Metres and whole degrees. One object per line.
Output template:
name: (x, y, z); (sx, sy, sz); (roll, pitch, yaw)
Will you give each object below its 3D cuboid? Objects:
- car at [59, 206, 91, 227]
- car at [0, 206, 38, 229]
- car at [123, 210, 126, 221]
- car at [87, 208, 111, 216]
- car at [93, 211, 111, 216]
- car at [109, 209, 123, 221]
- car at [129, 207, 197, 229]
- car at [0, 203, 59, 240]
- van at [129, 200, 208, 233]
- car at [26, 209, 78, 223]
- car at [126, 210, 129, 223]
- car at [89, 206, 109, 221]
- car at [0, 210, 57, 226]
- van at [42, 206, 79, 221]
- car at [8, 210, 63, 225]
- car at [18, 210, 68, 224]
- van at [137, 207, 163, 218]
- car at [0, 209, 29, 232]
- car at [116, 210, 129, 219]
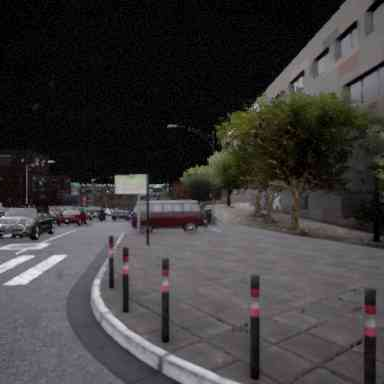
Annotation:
car: (-10.808, 2.294, 30.212); (1.882, 1.535, 5.008); (0, -4, -9)
car: (-14.779, 1.966, 25.977); (4.553, 1.767, 2.185); (0, -3, -9)
car: (-2.686, 1.863, 28.070); (5.566, 2.045, 2.435); (0, -3, -9)
car: (-23.748, 5.199, 85.195); (5.566, 2.045, 2.435); (0, -3, -9)
car: (-24.570, 5.812, 90.862); (4.674, 1.452, 2.002); (0, -3, -9)
car: (-9.837, 3.147, 45.209); (1.837, 1.490, 4.892); (0, -3, -8)
car: (-2.250, 1.965, 25.360); (5.008, 1.535, 2.097); (0, -3, -9)
car: (-8.961, 1.554, 17.889); (2.097, 1.767, 4.553); (0, -2, -9)
van: (-1.300, 1.488, 19.836); (4.442, 1.987, 1.878); (0, -2, -9)
car: (-16.718, 2.877, 39.898); (5.366, 1.575, 1.946); (0, -3, -9)
car: (-1.799, 1.857, 22.566); (4.792, 1.488, 2.163); (0, -3, -9)
car: (-12.867, 2.833, 44.204); (2.150, 2.045, 5.566); (0, -4, -8)
car: (-15.629, 2.441, 31.606); (4.792, 1.488, 2.163); (0, -3, -9)
van: (-17.829, 2.960, 45.253); (4.442, 1.987, 1.878); (0, -3, -9)
car: (-16.068, 2.607, 34.356); (4.674, 1.452, 2.002); (0, -3, -9)
car: (-16.465, 2.756, 36.989); (4.674, 1.452, 2.002); (0, -3, -9)
van: (-7.337, 3.609, 58.396); (4.442, 1.987, 1.878); (0, -3, -9)
car: (-14.400, 1.940, 23.211); (5.008, 1.535, 2.097); (0, -3, -9)
car: (-11.473, 3.726, 55.412); (1.837, 1.490, 4.892); (0, -3, -9)
